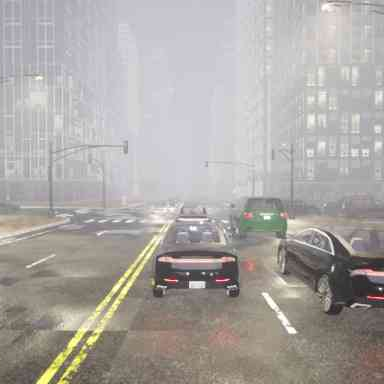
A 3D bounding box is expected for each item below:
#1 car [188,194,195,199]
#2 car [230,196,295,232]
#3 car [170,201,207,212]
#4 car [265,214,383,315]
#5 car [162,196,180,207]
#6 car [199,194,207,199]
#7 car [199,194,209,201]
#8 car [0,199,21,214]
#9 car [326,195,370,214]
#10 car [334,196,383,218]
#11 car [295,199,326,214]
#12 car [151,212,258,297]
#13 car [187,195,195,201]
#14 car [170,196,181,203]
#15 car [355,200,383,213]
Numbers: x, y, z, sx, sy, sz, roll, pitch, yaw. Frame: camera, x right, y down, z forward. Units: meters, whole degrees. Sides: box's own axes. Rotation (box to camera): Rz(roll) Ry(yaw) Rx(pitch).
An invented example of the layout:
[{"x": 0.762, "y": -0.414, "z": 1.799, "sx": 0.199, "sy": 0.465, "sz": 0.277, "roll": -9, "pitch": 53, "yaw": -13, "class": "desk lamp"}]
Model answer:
[{"x": -0.247, "y": 1.333, "z": 91.325, "sx": 1.895, "sy": 1.301, "sz": 4.718, "roll": 0, "pitch": 0, "yaw": 0, "class": "car"}, {"x": 3.302, "y": 1.212, "z": 17.360, "sx": 2.150, "sy": 2.045, "sz": 5.566, "roll": 0, "pitch": 0, "yaw": 0, "class": "car"}, {"x": 0.051, "y": 1.482, "z": 17.712, "sx": 2.128, "sy": 1.511, "sz": 4.902, "roll": 0, "pitch": 0, "yaw": 0, "class": "car"}, {"x": 3.327, "y": 1.488, "z": 7.518, "sx": 2.128, "sy": 1.511, "sz": 4.902, "roll": 0, "pitch": 0, "yaw": 0, "class": "car"}, {"x": -3.481, "y": 1.453, "z": 51.405, "sx": 2.128, "sy": 1.511, "sz": 4.902, "roll": 0, "pitch": 0, "yaw": 0, "class": "car"}, {"x": 3.004, "y": 1.291, "z": 91.303, "sx": 1.994, "sy": 1.385, "sz": 4.181, "roll": 0, "pitch": 0, "yaw": 0, "class": "car"}, {"x": 3.031, "y": 1.510, "z": 81.331, "sx": 1.895, "sy": 1.301, "sz": 4.718, "roll": 0, "pitch": 0, "yaw": 0, "class": "car"}, {"x": -19.483, "y": 1.406, "z": 33.209, "sx": 4.181, "sy": 1.385, "sz": 1.994, "roll": 1, "pitch": 1, "yaw": 1, "class": "car"}, {"x": 16.853, "y": 1.337, "z": 35.901, "sx": 5.566, "sy": 2.045, "sz": 2.150, "roll": 1, "pitch": 1, "yaw": 1, "class": "car"}, {"x": 16.119, "y": 1.518, "z": 30.131, "sx": 5.009, "sy": 1.841, "sz": 2.192, "roll": 1, "pitch": 0, "yaw": 1, "class": "car"}, {"x": 10.295, "y": 1.461, "z": 32.794, "sx": 4.553, "sy": 1.767, "sz": 2.097, "roll": 1, "pitch": 1, "yaw": 1, "class": "car"}, {"x": 0.077, "y": 1.487, "z": 8.527, "sx": 2.128, "sy": 1.511, "sz": 4.902, "roll": 0, "pitch": 0, "yaw": 0, "class": "car"}, {"x": -0.218, "y": 1.454, "z": 80.878, "sx": 2.033, "sy": 1.411, "sz": 5.357, "roll": 0, "pitch": 0, "yaw": 0, "class": "car"}, {"x": -3.442, "y": 1.490, "z": 70.642, "sx": 1.994, "sy": 1.385, "sz": 4.181, "roll": 0, "pitch": 0, "yaw": 0, "class": "car"}, {"x": 21.705, "y": 1.641, "z": 38.433, "sx": 4.829, "sy": 1.417, "sz": 1.752, "roll": 1, "pitch": 0, "yaw": 1, "class": "car"}]
